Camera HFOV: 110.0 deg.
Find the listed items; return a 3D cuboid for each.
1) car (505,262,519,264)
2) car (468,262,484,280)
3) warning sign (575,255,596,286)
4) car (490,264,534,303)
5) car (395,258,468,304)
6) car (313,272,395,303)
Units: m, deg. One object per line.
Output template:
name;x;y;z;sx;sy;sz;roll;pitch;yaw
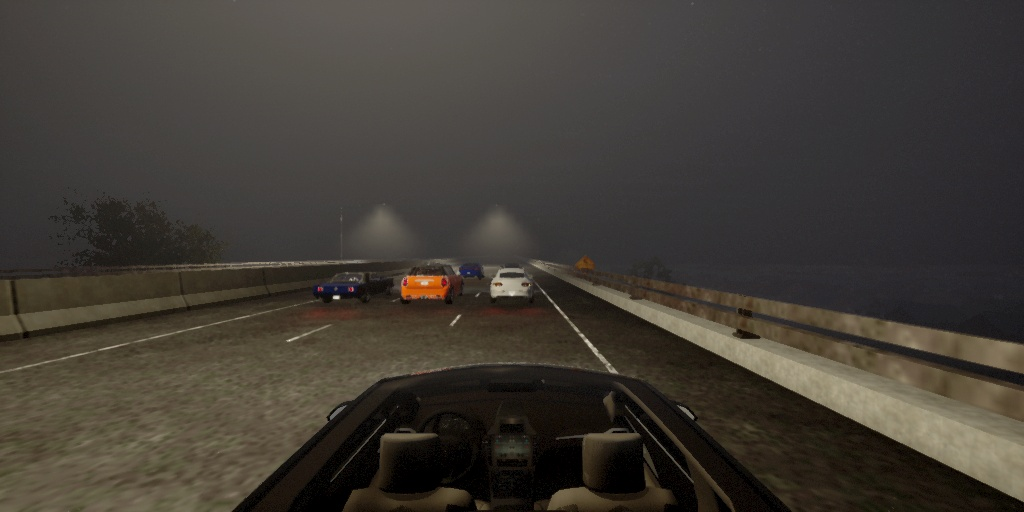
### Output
car;0.000;1.273;31.501;1.812;1.442;4.674;0;0;0
car;-3.500;1.225;31.501;1.882;1.535;5.008;0;0;0
warning sign;4.550;0.859;22.249;1.300;1.860;1.060;0;0;0
car;0.000;1.280;16.500;1.812;1.442;4.674;0;0;0
car;-3.500;1.113;16.469;2.097;1.767;4.553;0;0;0
car;-7.000;1.364;16.530;1.895;1.301;4.718;0;0;0
